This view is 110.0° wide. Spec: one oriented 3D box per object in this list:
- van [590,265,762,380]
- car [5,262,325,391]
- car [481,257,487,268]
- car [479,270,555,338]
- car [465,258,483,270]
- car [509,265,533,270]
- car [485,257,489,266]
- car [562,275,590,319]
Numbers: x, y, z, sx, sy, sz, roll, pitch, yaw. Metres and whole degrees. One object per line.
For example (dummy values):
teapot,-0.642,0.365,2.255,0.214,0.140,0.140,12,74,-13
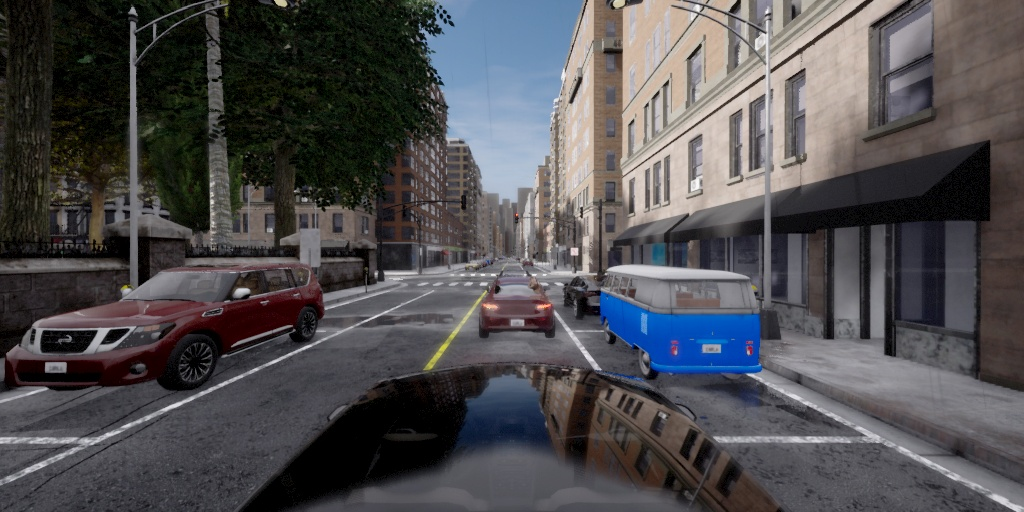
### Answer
van,2.867,1.090,6.986,1.690,1.789,3.998,0,0,0
car,-5.657,1.064,6.965,2.192,1.841,5.009,0,0,0
car,-5.552,1.271,56.104,2.007,1.370,4.403,0,0,0
car,0.123,1.274,10.027,1.812,1.442,4.674,0,0,0
car,-5.564,1.248,50.483,1.751,1.417,4.829,0,0,0
car,0.112,1.345,18.849,1.895,1.301,4.718,0,0,-1
car,-5.540,1.265,61.555,1.888,1.381,4.507,0,0,0
car,2.880,1.313,12.647,1.948,1.339,4.313,0,0,0
